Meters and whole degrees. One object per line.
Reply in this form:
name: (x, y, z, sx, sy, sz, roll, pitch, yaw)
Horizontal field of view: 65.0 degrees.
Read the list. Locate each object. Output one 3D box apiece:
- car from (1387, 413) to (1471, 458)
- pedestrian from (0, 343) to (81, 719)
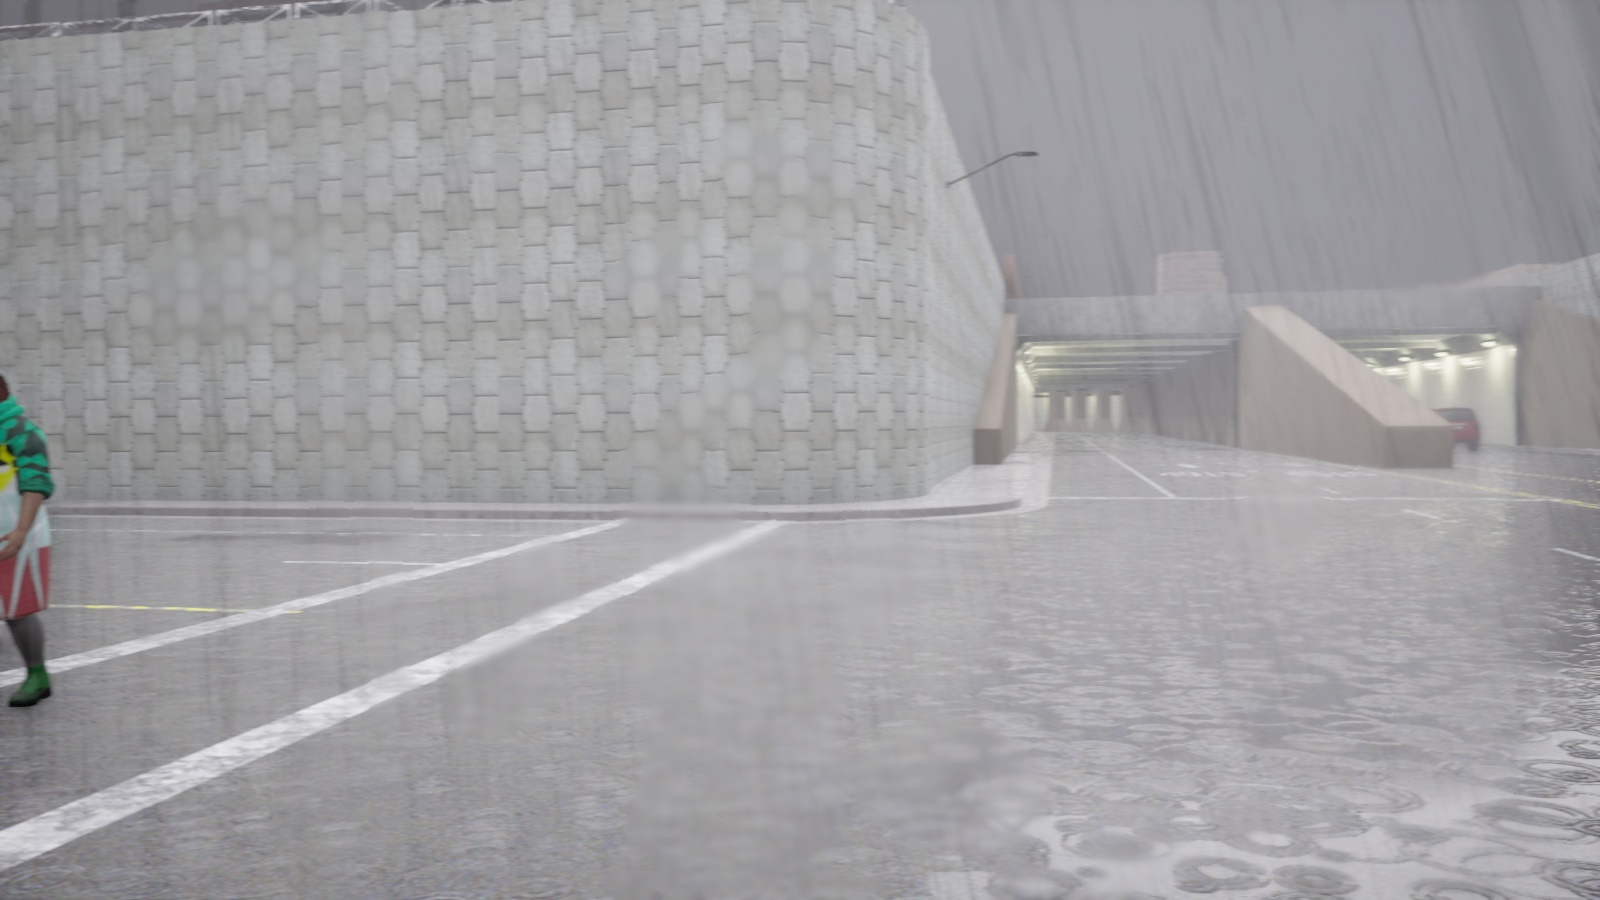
car: (30.105, -0.739, 60.283, 2.150, 2.045, 5.566, 0, 1, 11)
pedestrian: (-4.449, 0.416, 6.661, 0.659, 1.952, 0.873, 0, 1, 17)
